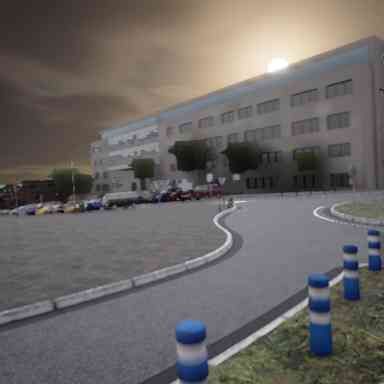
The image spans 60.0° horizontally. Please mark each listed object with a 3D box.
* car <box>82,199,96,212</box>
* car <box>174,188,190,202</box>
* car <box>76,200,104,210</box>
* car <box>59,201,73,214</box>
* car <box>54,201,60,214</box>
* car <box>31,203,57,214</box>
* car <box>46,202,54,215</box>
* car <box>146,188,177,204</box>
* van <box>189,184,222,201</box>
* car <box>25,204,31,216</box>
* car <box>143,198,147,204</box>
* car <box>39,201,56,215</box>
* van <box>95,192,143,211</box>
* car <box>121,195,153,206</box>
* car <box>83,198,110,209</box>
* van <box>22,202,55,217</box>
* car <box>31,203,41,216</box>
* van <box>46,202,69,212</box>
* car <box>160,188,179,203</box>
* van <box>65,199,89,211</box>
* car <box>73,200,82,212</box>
[{"bbox_3d":[-10.208,1.484,40.462,5.008,1.535,2.097,-6,0,-45],"label":"car"},{"bbox_3d":[0.305,0.430,47.359,4.792,1.488,2.163,-6,0,-45],"label":"car"},{"bbox_3d":[-21.173,2.686,69.191,4.892,1.521,2.231,-6,0,-45],"label":"car"},{"bbox_3d":[-14.323,1.918,44.398,5.366,1.575,1.946,-6,0,-45],"label":"car"},{"bbox_3d":[-16.118,2.144,46.536,4.792,1.488,2.163,-6,0,-45],"label":"car"},{"bbox_3d":[-38.736,4.320,87.111,5.566,2.045,2.435,-6,0,-45],"label":"car"},{"bbox_3d":[-18.083,2.366,48.503,4.674,1.452,2.002,-6,0,-45],"label":"car"},{"bbox_3d":[-3.655,0.549,51.280,5.566,2.045,2.435,-6,0,-45],"label":"car"},{"bbox_3d":[2.293,0.003,45.435,4.442,1.987,1.878,-6,1,-45],"label":"van"},{"bbox_3d":[-23.897,2.697,54.352,5.566,2.045,2.435,-6,0,-45],"label":"car"},{"bbox_3d":[-5.577,1.038,53.268,4.792,1.488,2.163,-6,0,-45],"label":"car"},{"bbox_3d":[-19.946,2.566,50.401,4.674,1.452,2.002,-6,0,-45],"label":"car"},{"bbox_3d":[-8.369,1.082,38.408,4.442,1.987,1.878,-6,1,-45],"label":"van"},{"bbox_3d":[-9.438,1.453,57.286,4.792,1.488,2.163,-6,0,-45],"label":"car"},{"bbox_3d":[-19.255,2.352,67.186,4.553,1.767,2.185,-6,0,-45],"label":"car"},{"bbox_3d":[-25.906,2.939,56.277,4.442,1.987,1.878,-6,0,-45],"label":"van"},{"bbox_3d":[-21.858,2.728,52.605,5.366,1.575,1.946,-6,0,-45],"label":"car"},{"bbox_3d":[-32.816,3.709,81.208,4.442,1.987,1.878,-6,0,-45],"label":"van"},{"bbox_3d":[-1.699,0.595,49.353,2.097,1.535,5.008,-6,0,45],"label":"car"},{"bbox_3d":[-25.177,2.888,73.090,4.442,1.987,1.878,-6,0,-45],"label":"van"},{"bbox_3d":[-12.144,1.561,42.473,4.553,1.767,2.185,-6,0,-45],"label":"car"}]
